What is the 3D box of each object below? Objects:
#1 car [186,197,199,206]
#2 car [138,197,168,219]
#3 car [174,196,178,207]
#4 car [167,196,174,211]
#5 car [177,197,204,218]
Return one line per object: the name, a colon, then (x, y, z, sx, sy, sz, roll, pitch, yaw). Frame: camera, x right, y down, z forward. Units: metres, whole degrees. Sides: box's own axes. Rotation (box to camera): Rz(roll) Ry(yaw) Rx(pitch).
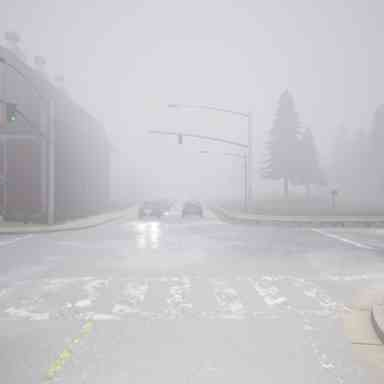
car: (0.044, 1.547, 55.918, 2.033, 1.411, 5.357, 0, 0, 0)
car: (-3.577, 1.492, 29.636, 2.128, 1.511, 4.902, 0, 0, 0)
car: (-3.553, 1.526, 49.617, 1.812, 1.442, 4.674, 0, 0, 0)
car: (-3.567, 1.505, 39.794, 1.837, 1.490, 4.892, 0, 0, 0)
car: (0.024, 1.492, 30.452, 2.128, 1.511, 4.902, 0, 0, 0)
